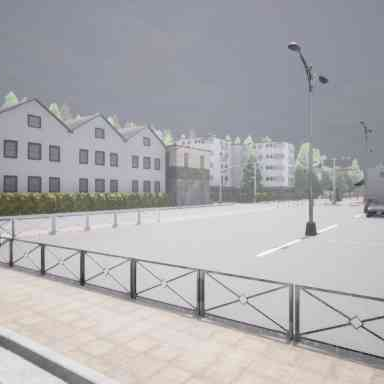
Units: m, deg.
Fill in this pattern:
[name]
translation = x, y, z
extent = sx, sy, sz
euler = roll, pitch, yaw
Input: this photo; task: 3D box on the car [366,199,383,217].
[car]
translation = 15.349, 1.298, 26.857
extent = 2.007, 1.523, 4.514
euler = 0, 0, 35
